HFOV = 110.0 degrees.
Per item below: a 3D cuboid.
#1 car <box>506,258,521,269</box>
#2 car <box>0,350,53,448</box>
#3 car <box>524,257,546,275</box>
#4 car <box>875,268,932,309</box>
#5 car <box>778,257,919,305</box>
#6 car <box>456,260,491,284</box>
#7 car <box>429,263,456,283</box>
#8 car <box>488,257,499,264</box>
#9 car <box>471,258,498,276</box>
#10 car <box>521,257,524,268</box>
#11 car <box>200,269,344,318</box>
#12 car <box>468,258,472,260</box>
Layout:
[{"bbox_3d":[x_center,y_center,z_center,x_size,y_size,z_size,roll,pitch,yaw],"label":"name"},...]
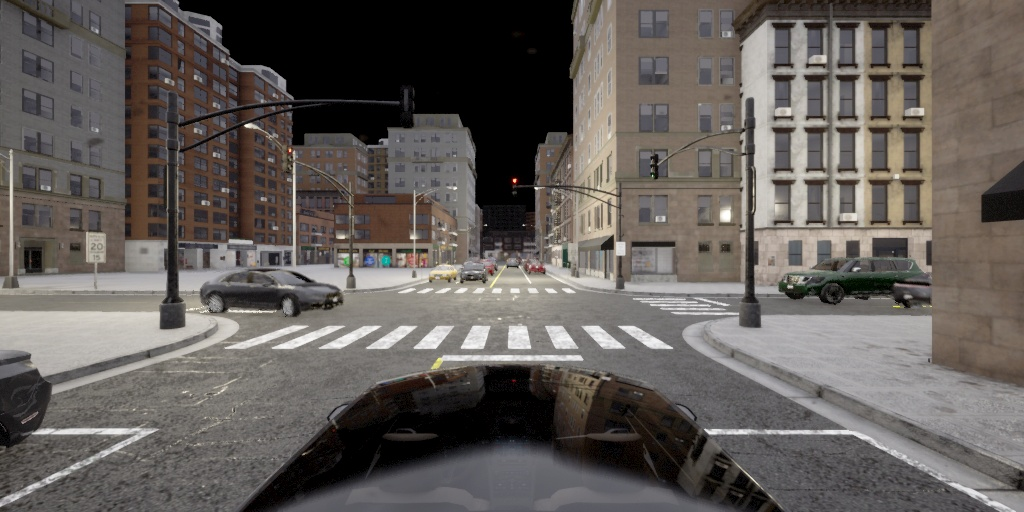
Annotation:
[{"bbox_3d":[0.114,1.317,58.538,1.994,1.385,4.181,0,0,1],"label":"car"},{"bbox_3d":[-5.388,1.300,1.642,2.007,1.370,4.403,0,0,0],"label":"car"},{"bbox_3d":[2.651,1.191,39.808,1.967,1.591,4.097,0,0,0],"label":"car"},{"bbox_3d":[17.129,1.335,13.316,4.902,1.511,2.128,0,0,0],"label":"car"},{"bbox_3d":[15.349,1.056,16.293,5.566,2.045,2.150,0,0,-2],"label":"car"},{"bbox_3d":[-2.819,1.255,27.219,1.837,1.490,4.892,0,0,-1],"label":"car"},{"bbox_3d":[-5.379,1.276,28.317,1.751,1.417,4.829,0,0,0],"label":"car"},{"bbox_3d":[-2.820,1.257,47.952,1.837,1.490,4.892,0,0,0],"label":"car"},{"bbox_3d":[-2.839,1.229,37.536,1.882,1.535,5.008,0,0,0],"label":"car"},{"bbox_3d":[2.653,1.066,45.470,2.192,1.841,5.009,0,0,0],"label":"car"},{"bbox_3d":[-8.348,1.222,12.585,4.892,1.490,1.837,0,-1,11],"label":"car"},{"bbox_3d":[-5.372,1.302,45.473,2.007,1.370,4.403,0,0,0],"label":"car"}]
